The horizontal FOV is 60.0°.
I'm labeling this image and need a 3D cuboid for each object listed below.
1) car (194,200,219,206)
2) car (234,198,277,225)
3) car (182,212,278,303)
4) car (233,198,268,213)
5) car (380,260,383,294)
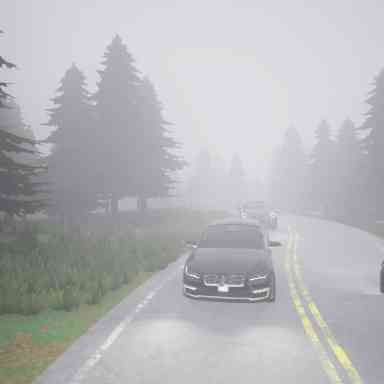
[{"bbox_3d":[1.875,1.799,44.853,1.812,1.442,4.674,3,-5,-35],"label":"car"},{"bbox_3d":[3.856,1.270,20.360,2.097,1.767,4.553,-1,0,5],"label":"car"},{"bbox_3d":[1.083,1.496,8.405,1.837,1.490,4.892,-1,0,12],"label":"car"},{"bbox_3d":[6.168,1.411,35.732,1.837,1.490,4.892,2,-1,-16],"label":"car"},{"bbox_3d":[4.489,1.309,4.638,2.097,1.767,4.553,-1,0,8],"label":"car"}]
